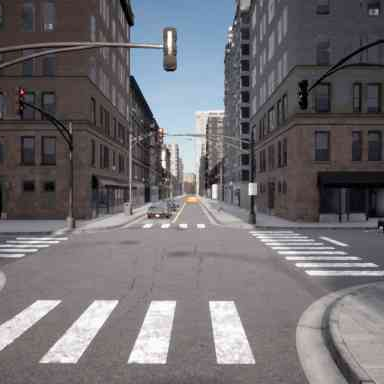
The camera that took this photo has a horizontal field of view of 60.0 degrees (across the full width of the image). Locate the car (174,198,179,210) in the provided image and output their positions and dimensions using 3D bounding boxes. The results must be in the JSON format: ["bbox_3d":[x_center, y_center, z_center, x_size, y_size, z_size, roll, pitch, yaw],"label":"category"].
[{"bbox_3d":[-2.837,1.523,39.735,1.837,1.490,4.892,0,0,0],"label":"car"}]

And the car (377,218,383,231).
[{"bbox_3d":[12.372,1.563,17.918,4.313,1.339,1.947,0,0,0],"label":"car"}]

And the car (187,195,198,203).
[{"bbox_3d":[0.107,1.423,70.090,2.097,1.767,4.553,0,0,0],"label":"car"}]

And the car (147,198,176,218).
[{"bbox_3d":[-2.843,1.556,30.016,2.033,1.411,5.357,0,0,0],"label":"car"}]
